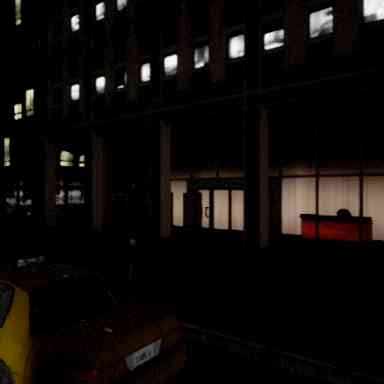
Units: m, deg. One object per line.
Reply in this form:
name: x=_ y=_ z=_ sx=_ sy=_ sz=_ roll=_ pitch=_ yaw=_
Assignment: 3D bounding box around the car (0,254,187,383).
car: x=-2.340 y=1.535 z=4.543 sx=4.829 sy=1.417 sz=1.752 roll=0 pitch=0 yaw=36
